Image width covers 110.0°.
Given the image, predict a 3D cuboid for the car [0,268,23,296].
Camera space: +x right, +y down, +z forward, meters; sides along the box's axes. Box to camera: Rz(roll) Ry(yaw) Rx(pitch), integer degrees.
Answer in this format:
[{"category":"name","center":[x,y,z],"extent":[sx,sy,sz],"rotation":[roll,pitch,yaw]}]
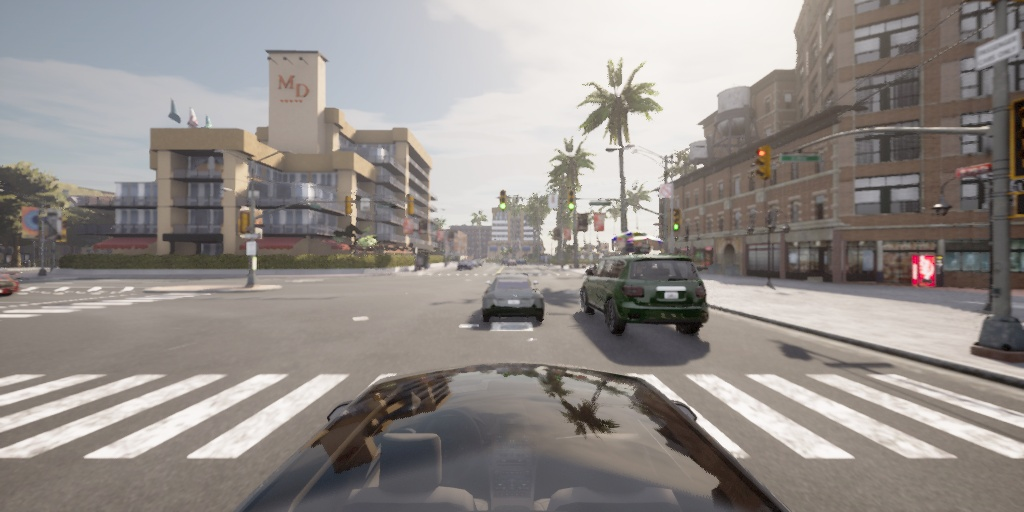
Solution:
[{"category":"car","center":[-27.217,1.141,17.395],"extent":[4.553,1.767,2.097],"rotation":[0,0,0]}]

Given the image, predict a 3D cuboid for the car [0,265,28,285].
[{"category":"car","center":[-38.472,1.356,25.484],"extent":[5.357,1.411,2.033],"rotation":[0,0,0]}]

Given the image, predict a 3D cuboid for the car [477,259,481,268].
[{"category":"car","center":[-7.016,1.435,63.925],"extent":[1.812,1.442,4.674],"rotation":[0,0,0]}]

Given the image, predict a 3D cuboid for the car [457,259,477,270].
[{"category":"car","center":[-7.014,1.236,54.041],"extent":[2.097,1.767,4.553],"rotation":[0,0,0]}]

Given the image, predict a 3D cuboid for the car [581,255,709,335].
[{"category":"car","center":[3.595,0.994,10.773],"extent":[2.150,2.045,5.566],"rotation":[0,0,0]}]

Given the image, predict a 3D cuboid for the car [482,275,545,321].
[{"category":"car","center":[0.001,1.342,12.631],"extent":[1.994,1.385,4.181],"rotation":[0,0,-1]}]
